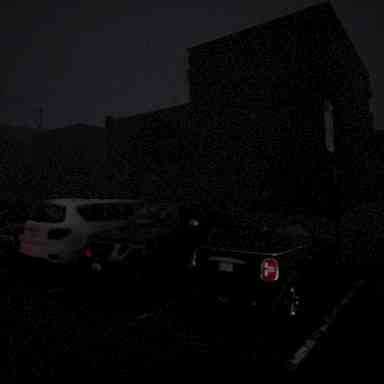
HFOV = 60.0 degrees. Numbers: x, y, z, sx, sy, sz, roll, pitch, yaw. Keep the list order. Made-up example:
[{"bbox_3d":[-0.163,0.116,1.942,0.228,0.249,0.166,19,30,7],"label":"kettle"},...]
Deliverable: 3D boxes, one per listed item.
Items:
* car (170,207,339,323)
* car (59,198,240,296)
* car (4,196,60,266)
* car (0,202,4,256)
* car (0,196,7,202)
[{"bbox_3d":[1.845,1.351,7.616,2.185,1.767,4.553,0,0,36],"label":"car"},{"bbox_3d":[-0.389,1.222,9.232,2.435,2.045,5.566,0,0,36],"label":"car"},{"bbox_3d":[-2.592,1.219,10.893,2.435,2.045,5.566,0,0,36],"label":"car"},{"bbox_3d":[-4.824,1.342,12.508,2.185,1.767,4.553,0,0,36],"label":"car"},{"bbox_3d":[-11.562,1.240,17.300,2.435,2.045,5.566,0,0,36],"label":"car"}]
